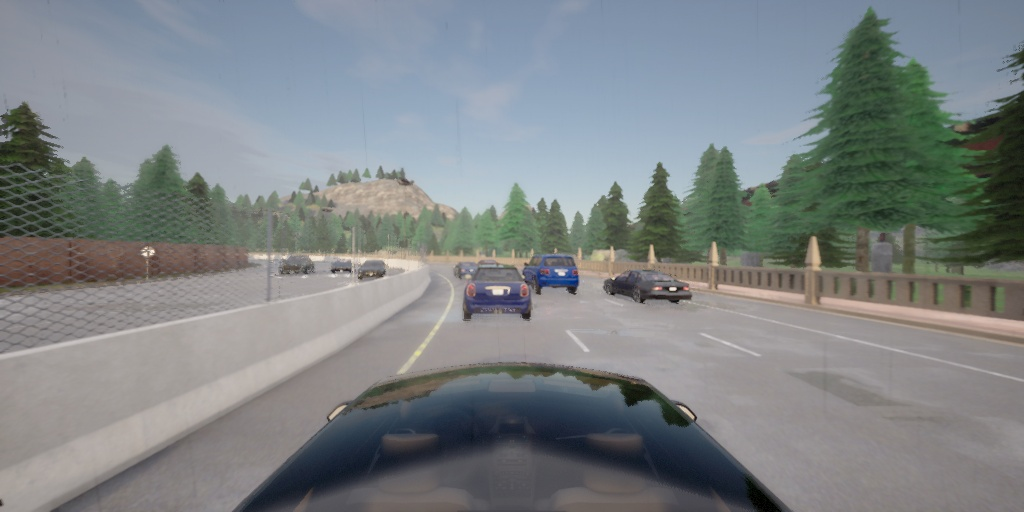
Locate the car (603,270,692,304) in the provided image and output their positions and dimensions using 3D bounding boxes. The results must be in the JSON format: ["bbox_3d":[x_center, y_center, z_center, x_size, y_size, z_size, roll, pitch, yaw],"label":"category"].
[{"bbox_3d":[6.041,1.345,16.705,2.033,1.411,5.357,1,0,-8],"label":"car"}]

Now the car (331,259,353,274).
[{"bbox_3d":[-16.749,0.975,35.738,2.033,1.411,5.357,1,0,-20],"label":"car"}]

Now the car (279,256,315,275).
[{"bbox_3d":[-19.309,0.751,32.404,2.097,1.767,4.553,1,0,-19],"label":"car"}]

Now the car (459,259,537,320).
[{"bbox_3d":[-0.594,1.066,12.620,2.097,1.767,4.553,1,0,-5],"label":"car"}]

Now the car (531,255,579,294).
[{"bbox_3d":[1.993,0.953,20.111,2.150,2.045,5.566,1,0,-9],"label":"car"}]

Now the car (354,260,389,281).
[{"bbox_3d":[-10.579,1.042,27.632,1.837,1.490,4.892,1,-1,-15],"label":"car"}]

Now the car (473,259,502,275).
[{"bbox_3d":[-2.702,1.098,38.143,1.882,1.535,5.008,1,0,-19],"label":"car"}]

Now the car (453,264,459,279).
[{"bbox_3d":[-3.865,1.171,30.431,2.033,1.411,5.357,1,0,-16],"label":"car"}]
